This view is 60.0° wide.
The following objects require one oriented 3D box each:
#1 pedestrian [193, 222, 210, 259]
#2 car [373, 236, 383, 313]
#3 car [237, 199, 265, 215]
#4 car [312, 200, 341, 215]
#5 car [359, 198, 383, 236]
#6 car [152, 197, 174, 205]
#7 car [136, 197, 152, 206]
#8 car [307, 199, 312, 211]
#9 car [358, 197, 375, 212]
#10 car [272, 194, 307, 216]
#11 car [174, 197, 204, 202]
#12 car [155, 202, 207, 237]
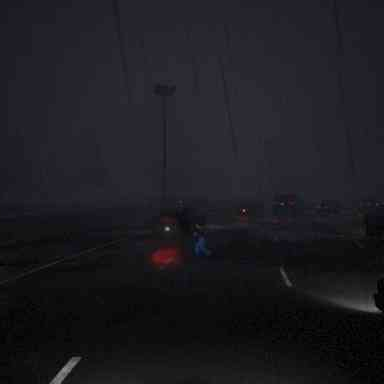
[{"bbox_3d":[0.325,1.574,11.309,0.375,1.300,0.375,0,0,11],"label":"pedestrian"},{"bbox_3d":[3.836,1.548,3.257,2.033,1.411,5.357,0,0,5],"label":"car"},{"bbox_3d":[6.089,1.504,33.920,1.837,1.490,4.892,0,0,27],"label":"car"},{"bbox_3d":[14.113,1.547,34.173,2.033,1.411,5.357,0,0,28],"label":"car"},{"bbox_3d":[9.628,1.352,15.591,2.097,1.767,4.553,0,0,16],"label":"car"},{"bbox_3d":[-3.069,1.418,46.760,1.837,1.490,4.892,0,0,29],"label":"car"},{"bbox_3d":[-6.140,1.482,48.439,1.882,1.535,5.008,0,0,29],"label":"car"},{"bbox_3d":[14.092,1.564,41.418,1.994,1.385,4.181,0,0,28],"label":"car"},{"bbox_3d":[20.051,1.352,37.725,2.097,1.767,4.553,0,0,28],"label":"car"},{"bbox_3d":[9.627,1.222,33.169,2.150,2.045,5.566,0,0,28],"label":"car"},{"bbox_3d":[0.016,1.415,45.107,2.097,1.767,4.553,0,0,29],"label":"car"},{"bbox_3d":[-0.493,1.504,18.255,1.837,1.490,4.892,0,0,16],"label":"car"}]
